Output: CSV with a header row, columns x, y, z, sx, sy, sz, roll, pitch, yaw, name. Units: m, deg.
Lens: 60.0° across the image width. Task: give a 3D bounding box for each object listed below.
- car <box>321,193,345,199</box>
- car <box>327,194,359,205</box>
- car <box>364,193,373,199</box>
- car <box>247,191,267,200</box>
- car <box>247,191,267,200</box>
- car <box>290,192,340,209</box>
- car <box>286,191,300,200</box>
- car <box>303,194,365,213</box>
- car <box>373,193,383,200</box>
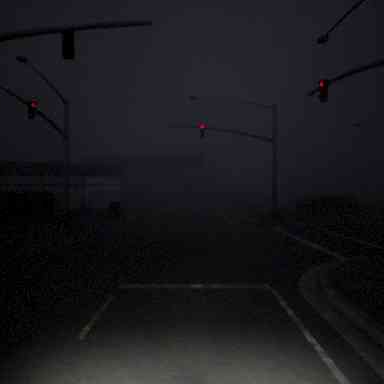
x,y,z,sx,sy,sz,roll,pitch,yaw,name
32.025,0.904,75.743,4.514,1.523,2.007,0,0,0,car
21.085,1.080,46.417,3.633,1.501,1.845,0,0,0,car
39.052,0.873,72.038,3.806,1.475,1.970,0,0,0,car
14.125,0.672,72.193,3.866,1.878,1.905,0,0,0,car
13.493,0.975,68.874,3.806,1.475,1.970,0,0,0,car
13.340,1.147,34.618,5.027,1.636,2.152,0,0,0,car
21.973,0.726,68.860,4.605,1.855,1.932,0,0,0,car
13.374,1.175,31.481,4.514,1.523,2.007,0,0,0,car
39.337,0.833,65.618,5.027,1.636,2.152,0,0,0,car
